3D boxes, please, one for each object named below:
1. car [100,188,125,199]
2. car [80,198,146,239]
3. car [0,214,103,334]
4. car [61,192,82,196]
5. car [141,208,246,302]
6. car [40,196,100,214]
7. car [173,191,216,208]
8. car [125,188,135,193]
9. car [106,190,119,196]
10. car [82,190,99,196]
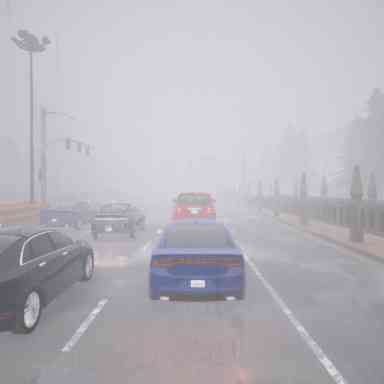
[{"bbox_3d":[-13.895,0.369,58.341,2.150,2.045,5.566,0,1,0],"label":"car"},{"bbox_3d":[-3.377,1.280,15.964,2.128,1.511,4.902,0,1,0],"label":"car"},{"bbox_3d":[-3.400,1.435,6.591,1.837,1.490,4.892,0,1,0],"label":"car"},{"bbox_3d":[-20.898,0.699,56.599,1.812,1.442,4.674,0,1,1],"label":"car"},{"bbox_3d":[0.102,1.384,8.177,1.882,1.535,5.008,0,1,0],"label":"car"},{"bbox_3d":[-6.867,1.219,19.047,1.882,1.535,5.008,0,1,0],"label":"car"},{"bbox_3d":[0.125,0.978,18.047,2.150,2.045,5.566,0,1,0],"label":"car"},{"bbox_3d":[-13.778,0.216,68.663,2.150,2.045,5.566,0,1,0],"label":"car"},{"bbox_3d":[-20.708,0.252,87.081,2.033,1.411,5.357,0,1,0],"label":"car"},{"bbox_3d":[-20.787,0.379,66.252,2.097,1.767,4.553,0,1,0],"label":"car"}]
